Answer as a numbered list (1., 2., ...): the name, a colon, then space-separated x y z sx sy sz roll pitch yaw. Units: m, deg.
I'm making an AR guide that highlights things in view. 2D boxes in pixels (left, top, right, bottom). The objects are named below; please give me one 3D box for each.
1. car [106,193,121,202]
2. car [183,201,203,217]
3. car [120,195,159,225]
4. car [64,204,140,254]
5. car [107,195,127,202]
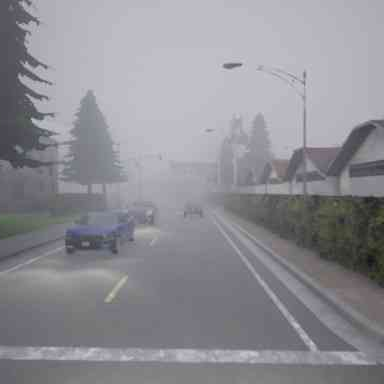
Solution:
1. car: -16.788 1.083 68.346 3.866 1.878 1.905 0 0 -1
2. car: 0.095 1.548 31.595 2.033 1.411 5.357 0 0 0
3. car: -3.589 1.355 23.907 2.097 1.767 4.553 0 0 0
4. car: -3.592 1.482 13.753 1.882 1.535 5.008 0 0 0
5. car: -16.197 1.366 71.675 3.806 1.475 1.970 0 0 -1
